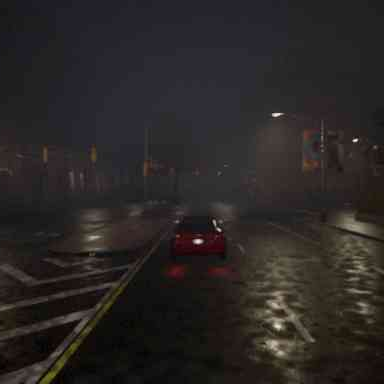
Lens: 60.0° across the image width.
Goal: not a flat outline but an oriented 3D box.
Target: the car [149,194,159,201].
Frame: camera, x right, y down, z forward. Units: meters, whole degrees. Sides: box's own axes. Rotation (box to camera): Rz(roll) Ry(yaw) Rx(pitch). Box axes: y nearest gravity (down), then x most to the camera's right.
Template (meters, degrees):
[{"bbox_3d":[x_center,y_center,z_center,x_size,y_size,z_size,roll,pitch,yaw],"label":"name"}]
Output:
[{"bbox_3d":[-9.671,1.421,85.558,2.097,1.767,4.553,0,0,1],"label":"car"}]

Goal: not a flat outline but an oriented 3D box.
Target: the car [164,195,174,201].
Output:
[{"bbox_3d":[-6.172,1.564,85.453,1.837,1.490,4.892,0,0,1],"label":"car"}]

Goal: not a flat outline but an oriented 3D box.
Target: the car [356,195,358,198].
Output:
[{"bbox_3d":[39.625,1.526,78.296,2.231,1.521,4.892,0,0,1],"label":"car"}]

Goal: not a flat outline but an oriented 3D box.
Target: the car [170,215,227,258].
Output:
[{"bbox_3d":[0.259,1.574,12.793,1.994,1.385,4.181,0,0,2],"label":"car"}]

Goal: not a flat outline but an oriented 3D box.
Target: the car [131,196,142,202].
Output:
[{"bbox_3d":[-13.088,1.656,78.073,1.895,1.301,4.718,0,0,1],"label":"car"}]
